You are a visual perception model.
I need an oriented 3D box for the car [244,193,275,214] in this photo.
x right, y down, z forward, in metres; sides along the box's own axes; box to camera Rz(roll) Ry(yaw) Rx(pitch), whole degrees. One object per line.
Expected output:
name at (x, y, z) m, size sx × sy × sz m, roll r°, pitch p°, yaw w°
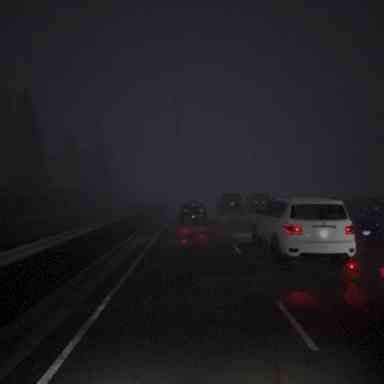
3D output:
car at (7.095, 1.138, 35.650) m, size 2.150 × 2.045 × 5.566 m, roll 0°, pitch 0°, yaw 0°

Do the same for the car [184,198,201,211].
car at (0.092, 1.469, 40.622) m, size 1.994 × 1.385 × 4.181 m, roll 0°, pitch 0°, yaw 0°

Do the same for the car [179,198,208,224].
car at (0.091, 1.432, 24.182) m, size 2.128 × 1.511 × 4.902 m, roll 0°, pitch 0°, yaw 0°

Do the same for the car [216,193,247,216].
car at (3.582, 1.146, 32.281) m, size 2.150 × 2.045 × 5.566 m, roll 0°, pitch 0°, yaw 0°

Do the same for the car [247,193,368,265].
car at (3.598, 1.194, 11.732) m, size 2.150 × 2.045 × 5.566 m, roll 0°, pitch 0°, yaw 0°

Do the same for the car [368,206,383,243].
car at (7.097, 1.489, 15.837) m, size 1.812 × 1.442 × 4.674 m, roll 0°, pitch 0°, yaw 0°

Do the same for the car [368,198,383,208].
car at (14.094, 1.288, 27.565) m, size 2.097 × 1.767 × 4.553 m, roll 0°, pitch 0°, yaw 0°
